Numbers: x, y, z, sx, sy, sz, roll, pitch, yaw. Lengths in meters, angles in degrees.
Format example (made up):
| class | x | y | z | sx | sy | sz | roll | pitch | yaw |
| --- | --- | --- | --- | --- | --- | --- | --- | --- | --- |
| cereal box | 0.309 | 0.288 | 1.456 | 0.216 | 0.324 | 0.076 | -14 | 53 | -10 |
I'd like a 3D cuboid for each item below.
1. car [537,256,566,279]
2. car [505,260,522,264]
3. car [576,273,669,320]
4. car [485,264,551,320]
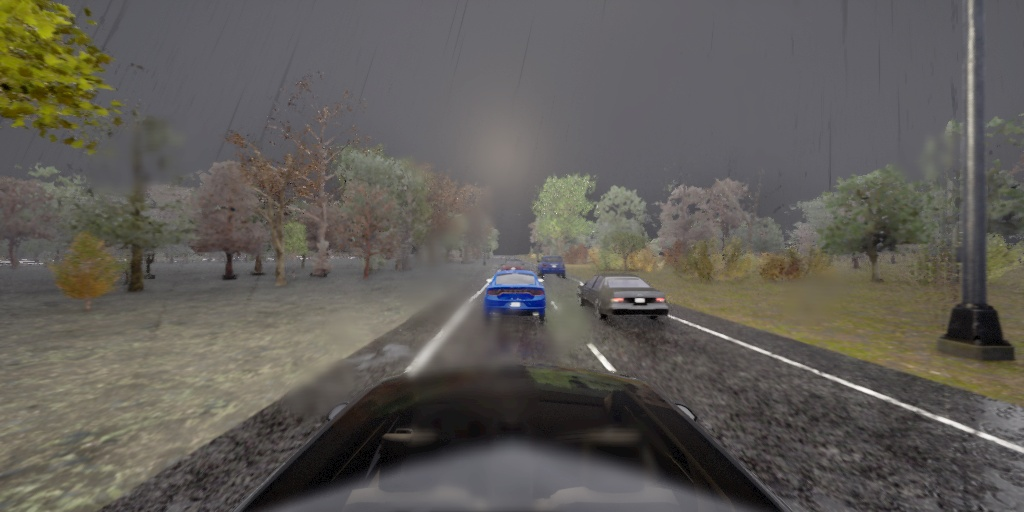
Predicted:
| class | x | y | z | sx | sy | sz | roll | pitch | yaw |
| --- | --- | --- | --- | --- | --- | --- | --- | --- | --- |
| car | 3.597 | 0.976 | 33.304 | 2.150 | 2.045 | 5.566 | 0 | 0 | 0 |
| car | 0.097 | 1.106 | 33.090 | 2.097 | 1.767 | 4.553 | 0 | 0 | 0 |
| car | 3.600 | 1.299 | 12.613 | 2.033 | 1.411 | 5.357 | 0 | 0 | 0 |
| car | 0.111 | 1.229 | 12.681 | 1.882 | 1.535 | 5.008 | 0 | 0 | 0 |
